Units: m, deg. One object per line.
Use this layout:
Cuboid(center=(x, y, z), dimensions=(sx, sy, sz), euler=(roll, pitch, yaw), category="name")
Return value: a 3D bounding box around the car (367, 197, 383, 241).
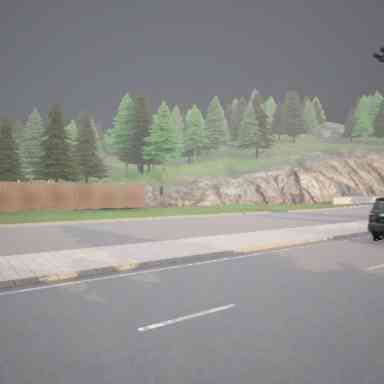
Cuboid(center=(10.367, 1.221, 15.441), dimensions=(5.566, 2.045, 2.150), euler=(0, 0, -36), category="car")
